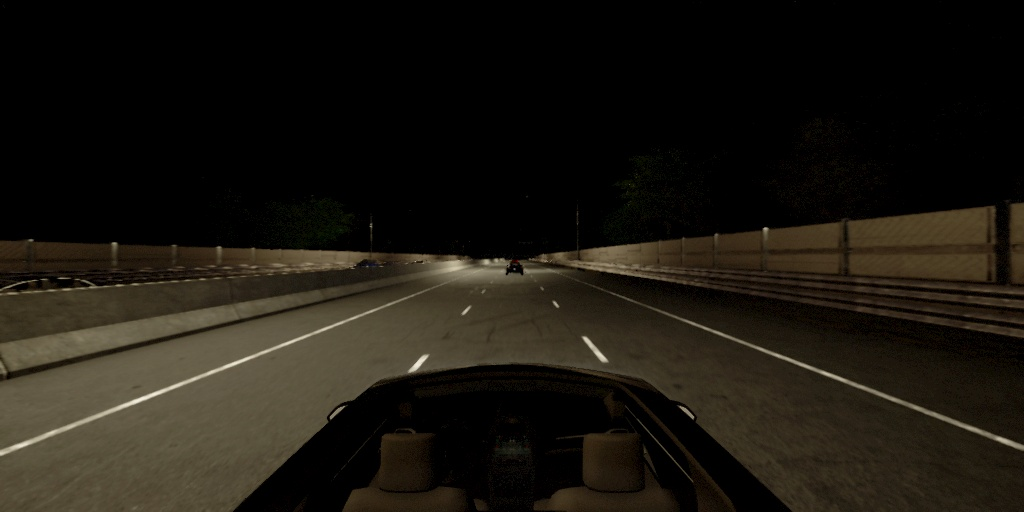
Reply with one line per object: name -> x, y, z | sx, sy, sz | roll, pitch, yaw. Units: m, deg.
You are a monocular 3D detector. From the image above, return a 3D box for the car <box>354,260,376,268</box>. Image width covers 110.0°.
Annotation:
car -> -20.720, 1.348, 51.140 | 2.097, 1.767, 4.553 | 0, 0, 1

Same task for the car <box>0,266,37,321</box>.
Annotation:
car -> -17.566, 1.218, 10.174 | 2.097, 1.767, 4.553 | 0, 0, 0

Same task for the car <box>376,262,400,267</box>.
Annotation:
car -> -17.212, 1.537, 51.130 | 1.994, 1.385, 4.181 | 0, 0, 1

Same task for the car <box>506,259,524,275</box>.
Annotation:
car -> 0.304, 1.396, 40.780 | 1.994, 1.385, 4.181 | 0, 0, 1

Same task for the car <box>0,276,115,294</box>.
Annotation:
car -> -14.067, 1.350, 10.084 | 1.837, 1.490, 4.892 | 0, 0, 0

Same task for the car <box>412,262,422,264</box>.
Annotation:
car -> -13.710, 1.554, 51.108 | 1.895, 1.301, 4.718 | 0, 0, 1
